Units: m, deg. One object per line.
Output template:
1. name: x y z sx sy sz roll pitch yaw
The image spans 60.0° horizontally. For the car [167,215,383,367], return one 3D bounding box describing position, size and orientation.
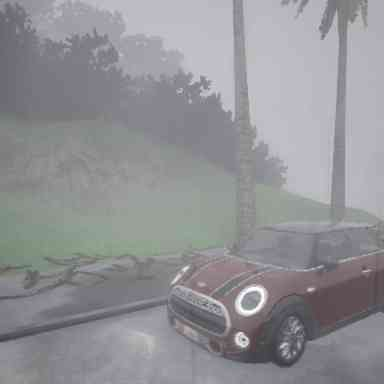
1. car: 1.807 1.352 5.897 4.553 1.767 2.097 0 0 -36
